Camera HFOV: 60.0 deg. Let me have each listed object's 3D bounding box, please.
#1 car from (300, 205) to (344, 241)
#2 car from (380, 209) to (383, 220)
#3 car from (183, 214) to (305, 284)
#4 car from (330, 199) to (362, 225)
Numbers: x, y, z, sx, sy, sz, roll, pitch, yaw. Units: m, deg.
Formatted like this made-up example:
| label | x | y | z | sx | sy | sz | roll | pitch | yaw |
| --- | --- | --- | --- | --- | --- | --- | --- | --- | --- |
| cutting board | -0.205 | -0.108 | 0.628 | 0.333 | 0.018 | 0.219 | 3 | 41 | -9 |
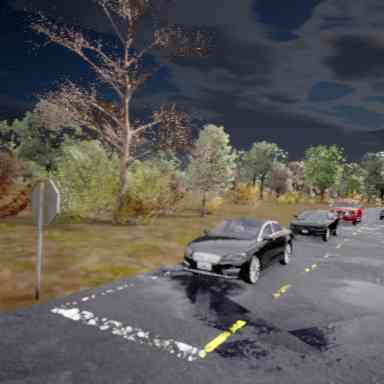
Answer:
| label | x | y | z | sx | sy | sz | roll | pitch | yaw |
| --- | --- | --- | --- | --- | --- | --- | --- | --- | --- |
| car | 6.888 | 1.715 | 18.523 | 1.882 | 1.535 | 5.008 | 2 | 0 | 32 |
| car | 22.065 | 2.373 | 36.991 | 1.994 | 1.385 | 4.181 | 2 | 0 | 32 |
| car | 1.591 | 1.532 | 9.957 | 2.128 | 1.511 | 4.902 | 2 | 0 | 32 |
| car | 13.472 | 1.701 | 29.124 | 2.150 | 2.045 | 5.566 | 2 | 0 | 32 |
